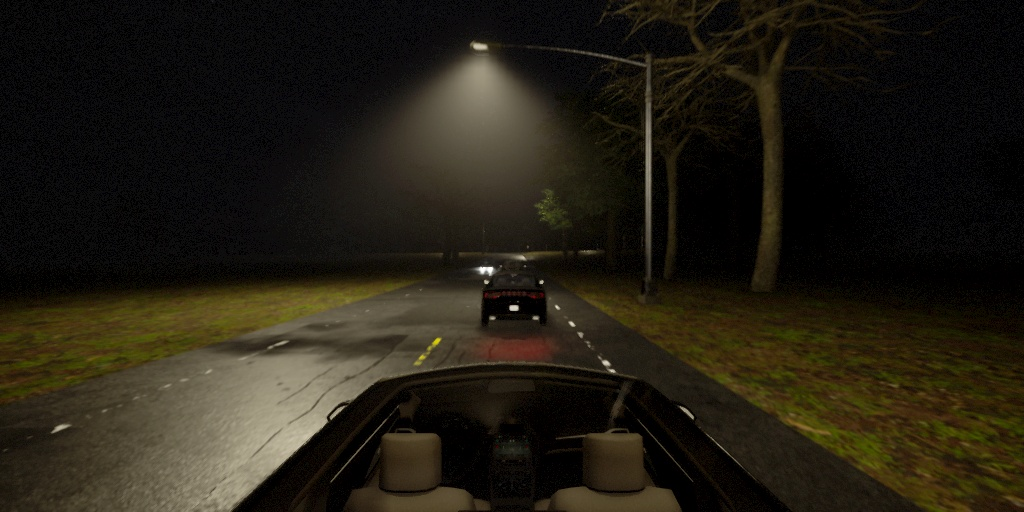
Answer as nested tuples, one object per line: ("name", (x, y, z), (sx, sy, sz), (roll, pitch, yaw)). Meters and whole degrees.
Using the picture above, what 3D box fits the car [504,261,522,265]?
("car", (0.068, 1.134, 27.941), (1.837, 1.490, 4.892), (0, 1, 0))

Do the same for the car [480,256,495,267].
("car", (-3.573, 0.780, 52.073), (2.128, 1.511, 4.902), (0, 1, 0))

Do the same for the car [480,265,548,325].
("car", (0.064, 1.214, 11.837), (1.882, 1.535, 5.008), (0, 0, 0))
